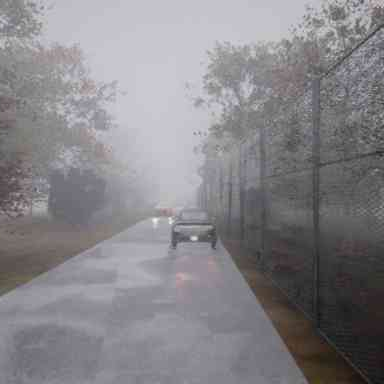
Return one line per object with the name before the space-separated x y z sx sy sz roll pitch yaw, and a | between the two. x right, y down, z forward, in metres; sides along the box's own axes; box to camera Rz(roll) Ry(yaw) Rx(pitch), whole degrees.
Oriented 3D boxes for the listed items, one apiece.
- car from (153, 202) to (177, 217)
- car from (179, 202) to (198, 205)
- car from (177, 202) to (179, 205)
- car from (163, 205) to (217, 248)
car | -2.953 1.813 35.219 1.882 1.535 5.008 0 -1 0
car | -0.001 1.866 34.293 2.033 1.411 5.357 0 -1 0
car | -3.210 2.928 77.648 1.994 1.385 4.181 0 -2 -1
car | 0.076 1.558 14.999 2.128 1.511 4.902 0 0 0
